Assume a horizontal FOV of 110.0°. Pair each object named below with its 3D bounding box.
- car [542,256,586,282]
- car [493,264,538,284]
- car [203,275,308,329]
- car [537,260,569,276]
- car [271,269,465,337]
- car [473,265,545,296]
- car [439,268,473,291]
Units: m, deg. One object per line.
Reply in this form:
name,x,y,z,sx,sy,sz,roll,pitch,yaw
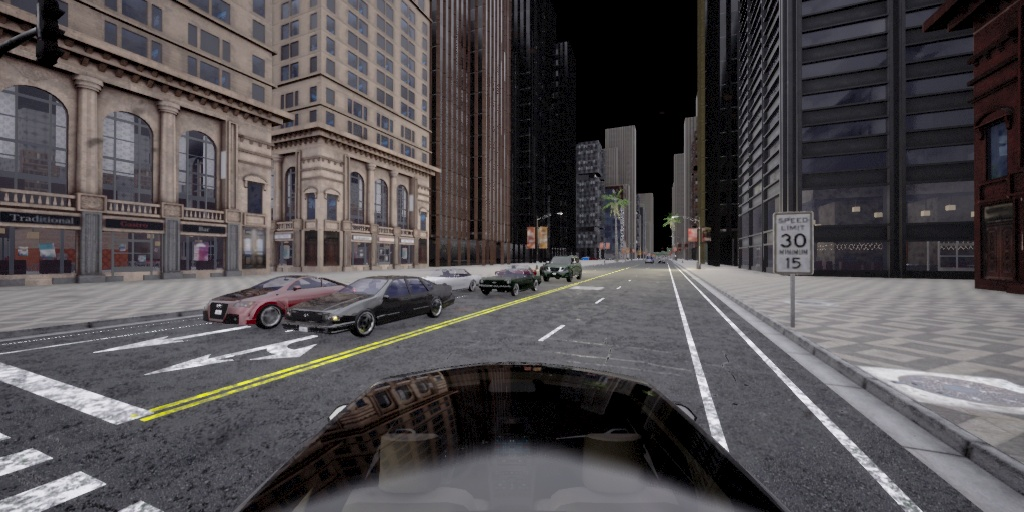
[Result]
car,4.237,0.986,29.363,2.150,2.045,5.566,0,0,23
car,0.359,1.364,28.577,1.895,1.301,4.718,0,0,23
car,-7.026,1.316,11.372,1.994,1.385,4.181,0,0,23
car,4.420,1.250,37.941,1.882,1.535,5.008,0,0,24
car,-3.771,1.299,10.725,2.033,1.411,5.357,0,0,23
car,0.013,1.357,19.536,1.895,1.301,4.718,0,0,23
car,-3.574,1.357,19.425,1.895,1.301,4.718,0,0,23
